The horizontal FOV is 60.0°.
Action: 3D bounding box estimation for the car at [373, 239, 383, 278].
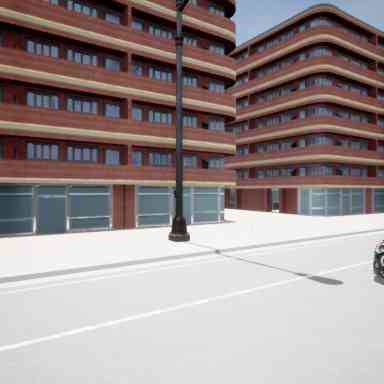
[{"bbox_3d":[6.756,1.351,8.736,4.553,1.767,2.097,0,0,-35],"label":"car"}]
